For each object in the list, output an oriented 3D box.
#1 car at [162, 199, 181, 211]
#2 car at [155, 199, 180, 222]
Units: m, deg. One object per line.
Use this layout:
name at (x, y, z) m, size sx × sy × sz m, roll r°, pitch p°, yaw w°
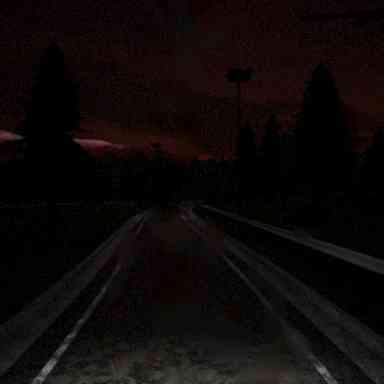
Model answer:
car at (-2.628, 1.651, 43.535) m, size 2.128 × 1.511 × 4.902 m, roll 0°, pitch 0°, yaw 1°
car at (-1.986, 1.580, 27.305) m, size 1.882 × 1.535 × 5.008 m, roll 0°, pitch 0°, yaw -5°
